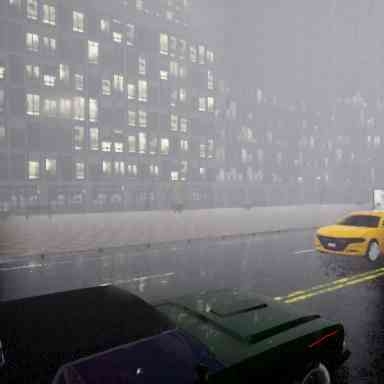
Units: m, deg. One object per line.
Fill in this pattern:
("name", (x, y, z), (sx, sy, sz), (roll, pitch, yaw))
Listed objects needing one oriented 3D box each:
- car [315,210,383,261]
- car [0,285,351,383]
("car", (6.641, 1.475, 12.417), (5.008, 1.535, 1.882), (0, 0, -36))
("car", (-0.619, 1.601, 2.997), (4.718, 1.301, 1.895), (0, 0, -36))
